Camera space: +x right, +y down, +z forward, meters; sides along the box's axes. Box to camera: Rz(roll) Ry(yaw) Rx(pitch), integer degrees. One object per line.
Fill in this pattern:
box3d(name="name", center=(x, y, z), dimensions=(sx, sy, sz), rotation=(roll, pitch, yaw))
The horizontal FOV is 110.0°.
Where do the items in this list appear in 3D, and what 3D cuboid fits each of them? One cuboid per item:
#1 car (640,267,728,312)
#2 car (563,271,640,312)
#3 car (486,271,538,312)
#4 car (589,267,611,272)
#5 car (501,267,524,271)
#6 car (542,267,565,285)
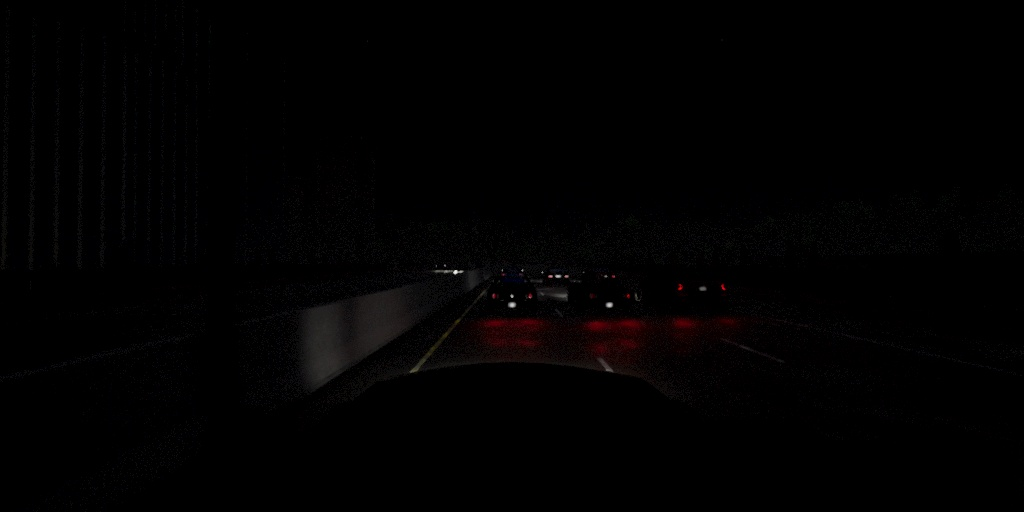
box3d(name="car", center=(7.029, 1.250, 15.287), dimensions=(2.097, 1.767, 4.553), rotation=(0, -1, 1))
box3d(name="car", center=(3.525, 1.498, 15.111), dimensions=(1.895, 1.301, 4.718), rotation=(0, -1, 1))
box3d(name="car", center=(0.025, 1.498, 15.118), dimensions=(1.895, 1.301, 4.718), rotation=(0, -1, 0))
box3d(name="car", center=(7.026, 1.600, 29.388), dimensions=(2.033, 1.411, 5.357), rotation=(0, -1, 1))
box3d(name="car", center=(0.044, 1.626, 30.244), dimensions=(1.994, 1.385, 4.181), rotation=(0, -1, 1))
box3d(name="car", center=(3.527, 1.600, 29.395), dimensions=(2.033, 1.411, 5.357), rotation=(0, -1, 1))
